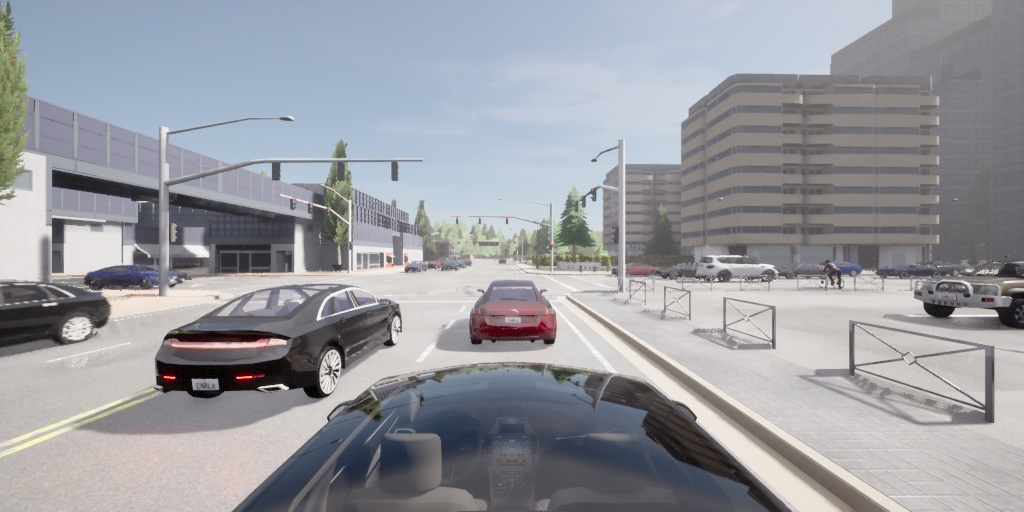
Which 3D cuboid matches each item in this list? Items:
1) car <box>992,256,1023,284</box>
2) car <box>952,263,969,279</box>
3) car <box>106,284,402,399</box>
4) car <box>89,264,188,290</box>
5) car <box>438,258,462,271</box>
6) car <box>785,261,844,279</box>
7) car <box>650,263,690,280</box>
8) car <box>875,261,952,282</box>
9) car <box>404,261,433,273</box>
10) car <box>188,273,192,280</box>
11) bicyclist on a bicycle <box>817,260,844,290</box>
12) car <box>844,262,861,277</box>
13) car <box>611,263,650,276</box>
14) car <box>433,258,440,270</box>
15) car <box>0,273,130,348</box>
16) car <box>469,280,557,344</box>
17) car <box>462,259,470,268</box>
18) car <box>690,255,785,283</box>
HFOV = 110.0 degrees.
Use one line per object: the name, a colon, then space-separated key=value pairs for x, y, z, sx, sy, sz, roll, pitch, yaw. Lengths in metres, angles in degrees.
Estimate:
car: x=41.557 y=1.101 z=28.181 sx=4.553 sy=1.767 sz=2.097 roll=0 pitch=0 yaw=-2
car: x=41.234 y=1.255 z=35.326 sx=4.892 sy=1.490 sz=1.837 roll=0 pitch=0 yaw=-1
car: x=-3.473 y=1.242 z=6.486 sx=2.128 sy=1.511 sz=4.902 roll=0 pitch=0 yaw=0
car: x=-23.328 y=1.276 z=22.079 sx=4.674 sy=1.442 sz=1.812 roll=0 pitch=0 yaw=-1
car: x=-8.358 y=1.314 z=48.858 sx=1.994 sy=1.385 sz=4.181 roll=0 pitch=0 yaw=-2
car: x=25.309 y=1.297 z=31.395 sx=5.357 sy=1.411 sz=2.033 roll=0 pitch=0 yaw=-2
car: x=15.239 y=1.297 z=31.097 sx=5.357 sy=1.411 sz=2.033 roll=0 pitch=0 yaw=-2
car: x=35.172 y=1.351 z=31.675 sx=4.718 sy=1.301 sz=1.895 roll=0 pitch=0 yaw=-2
car: x=-11.761 y=1.297 z=44.403 sx=2.033 sy=1.411 sz=5.357 roll=0 pitch=0 yaw=-1
car: x=-26.174 y=1.297 z=25.513 sx=5.357 sy=1.411 sz=2.033 roll=0 pitch=0 yaw=-1
bicyclist on a bicycle: x=17.929 y=1.052 z=20.189 sx=0.582 sy=1.620 sz=1.656 roll=0 pitch=0 yaw=-2
car: x=31.118 y=1.228 z=35.064 sx=5.008 sy=1.535 sz=1.882 roll=0 pitch=0 yaw=-2
car: x=11.749 y=1.314 z=34.495 sx=4.181 sy=1.385 sz=1.994 roll=0 pitch=0 yaw=-2
car: x=-11.996 y=1.351 z=53.988 sx=1.895 sy=1.301 sz=4.718 roll=0 pitch=0 yaw=-1
car: x=-10.707 y=1.255 z=6.713 sx=1.837 sy=1.490 sz=4.892 roll=0 pitch=0 yaw=-1
car: x=0.012 y=1.314 z=9.544 sx=1.994 sy=1.385 sz=4.181 roll=0 pitch=0 yaw=0
car: x=-8.621 y=1.297 z=59.155 sx=2.033 sy=1.411 sz=5.357 roll=0 pitch=0 yaw=-1
car: x=17.129 y=0.971 z=27.449 sx=5.566 sy=2.045 sz=2.150 roll=0 pitch=0 yaw=-2
